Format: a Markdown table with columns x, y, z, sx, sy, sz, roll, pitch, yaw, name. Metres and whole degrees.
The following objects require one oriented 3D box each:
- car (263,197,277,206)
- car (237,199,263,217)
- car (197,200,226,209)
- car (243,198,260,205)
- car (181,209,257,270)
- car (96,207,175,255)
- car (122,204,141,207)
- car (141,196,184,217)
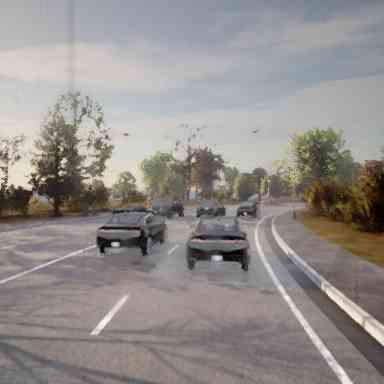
| x | y | z | sx | sy | sz | roll | pitch | yaw | name |
| --- | --- | --- | --- | --- | --- | --- | --- | --- | --- |
| 15.804 | 1.869 | 68.437 | 2.097 | 1.767 | 4.553 | 0 | 0 | 35 | car |
| 5.637 | 1.755 | 32.916 | 1.837 | 1.490 | 4.892 | 0 | 0 | 17 | car |
| 1.999 | 1.588 | 32.940 | 2.097 | 1.767 | 4.553 | 0 | 0 | 17 | car |
| 12.568 | 2.056 | 69.943 | 1.994 | 1.385 | 4.181 | 0 | 0 | 35 | car |
| 0.938 | 1.576 | 11.368 | 2.128 | 1.511 | 4.902 | 0 | 0 | 6 | car |
| -2.287 | 1.583 | 13.720 | 2.128 | 1.511 | 4.902 | 0 | 0 | 7 | car |
| -5.870 | 1.800 | 31.872 | 1.895 | 1.301 | 4.718 | 0 | 0 | 16 | car |
| -2.386 | 1.430 | 31.375 | 2.150 | 2.045 | 5.566 | 0 | 0 | 16 | car |
